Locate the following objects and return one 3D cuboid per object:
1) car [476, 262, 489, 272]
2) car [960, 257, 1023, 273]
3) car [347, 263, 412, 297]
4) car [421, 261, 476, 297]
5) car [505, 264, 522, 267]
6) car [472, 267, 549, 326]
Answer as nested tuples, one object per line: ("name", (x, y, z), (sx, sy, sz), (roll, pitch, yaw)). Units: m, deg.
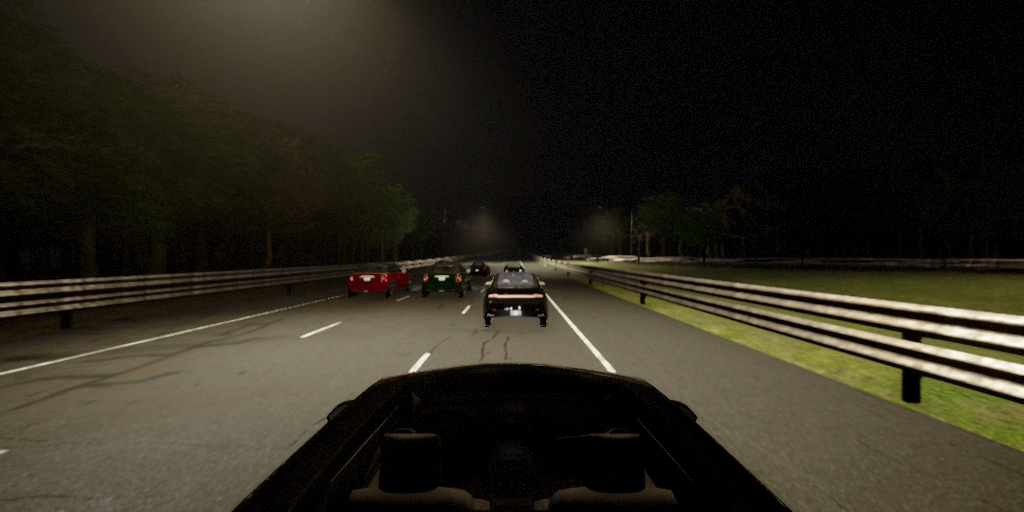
("car", (-3.335, 1.327, 36.376), (1.994, 1.385, 4.181), (0, 0, 0))
("car", (46.514, 0.873, 34.190), (4.792, 1.488, 2.163), (0, 0, 34))
("car", (-6.870, 1.136, 19.144), (2.097, 1.767, 4.553), (0, 0, 0))
("car", (-3.369, 1.137, 19.384), (2.097, 1.767, 4.553), (0, 0, 0))
("car", (0.160, 1.374, 34.210), (1.895, 1.301, 4.718), (0, 0, 0))
("car", (0.109, 1.272, 11.777), (2.128, 1.511, 4.902), (0, 0, 0))
